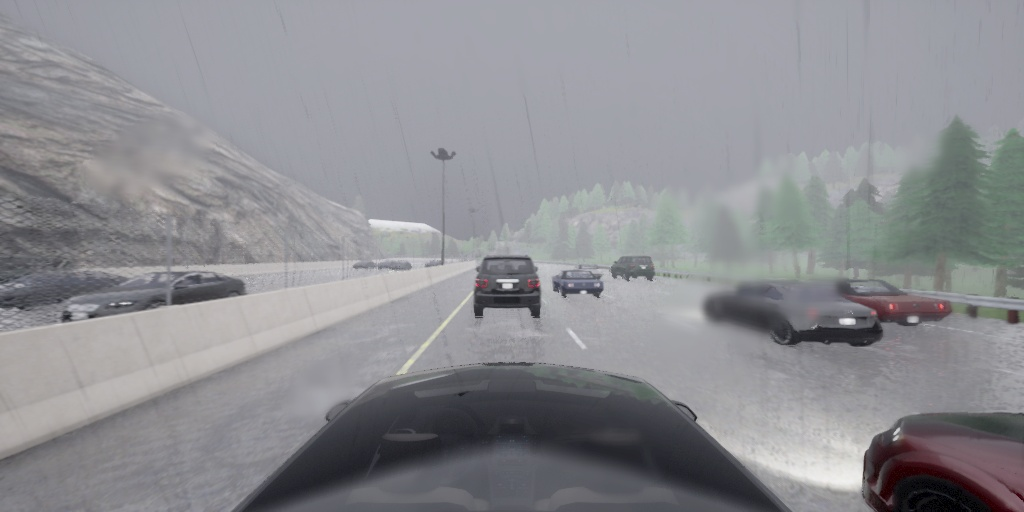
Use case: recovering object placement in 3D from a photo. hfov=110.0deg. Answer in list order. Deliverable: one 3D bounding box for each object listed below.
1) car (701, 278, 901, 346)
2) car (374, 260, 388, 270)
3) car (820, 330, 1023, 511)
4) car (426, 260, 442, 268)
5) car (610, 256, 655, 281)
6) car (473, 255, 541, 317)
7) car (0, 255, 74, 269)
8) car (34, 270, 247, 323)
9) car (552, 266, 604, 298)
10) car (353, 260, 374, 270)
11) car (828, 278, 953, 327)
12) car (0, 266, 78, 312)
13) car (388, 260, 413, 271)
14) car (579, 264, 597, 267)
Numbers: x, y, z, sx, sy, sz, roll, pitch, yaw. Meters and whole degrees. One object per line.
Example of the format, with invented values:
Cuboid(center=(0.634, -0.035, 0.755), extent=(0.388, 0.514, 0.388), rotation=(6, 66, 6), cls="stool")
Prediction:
Cuboid(center=(6.892, 1.324, 9.419), extent=(1.994, 1.385, 4.181), rotation=(0, 0, -1), cls="car")
Cuboid(center=(-18.626, 1.308, 54.462), extent=(2.033, 1.411, 5.357), rotation=(0, 0, -1), cls="car")
Cuboid(center=(3.555, 1.316, 0.835), extent=(1.994, 1.385, 4.181), rotation=(0, 0, -1), cls="car")
Cuboid(center=(-11.617, 1.314, 54.157), extent=(2.033, 1.411, 5.357), rotation=(0, 0, -1), cls="car")
Cuboid(center=(10.001, 0.995, 30.073), extent=(2.150, 2.045, 5.566), rotation=(0, 0, -1), cls="car")
Cuboid(center=(-0.181, 0.977, 13.249), extent=(2.150, 2.045, 5.566), rotation=(0, 0, -1), cls="car")
Cuboid(center=(-21.411, 0.958, 14.542), extent=(2.150, 2.045, 5.566), rotation=(0, 0, -1), cls="car")
Cuboid(center=(-10.849, 1.237, 11.424), extent=(2.128, 1.511, 4.902), rotation=(0, 0, -1), cls="car")
Cuboid(center=(3.219, 1.362, 18.549), extent=(1.895, 1.301, 4.718), rotation=(0, 0, -1), cls="car")
Cuboid(center=(-22.113, 1.305, 54.177), extent=(2.033, 1.411, 5.357), rotation=(0, 0, -1), cls="car")
Cuboid(center=(10.353, 1.365, 11.495), extent=(1.895, 1.301, 4.718), rotation=(0, 0, -1), cls="car")
Cuboid(center=(-17.908, 1.288, 14.394), extent=(2.033, 1.411, 5.357), rotation=(0, 0, -1), cls="car")
Cuboid(center=(-15.029, 1.326, 49.158), extent=(1.994, 1.385, 4.181), rotation=(0, 0, -1), cls="car")
Cuboid(center=(6.473, 1.372, 31.554), extent=(1.895, 1.301, 4.718), rotation=(0, 0, -1), cls="car")
